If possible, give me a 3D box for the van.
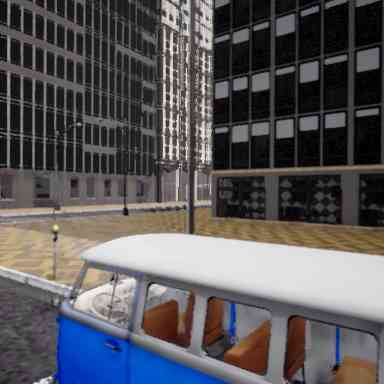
[{"bbox_3d":[0.588,1.331,2.560,3.998,1.788,1.690,1,0,35],"label":"van"}]
